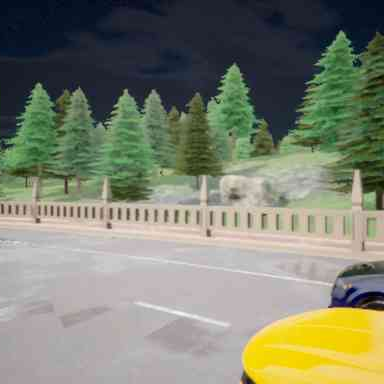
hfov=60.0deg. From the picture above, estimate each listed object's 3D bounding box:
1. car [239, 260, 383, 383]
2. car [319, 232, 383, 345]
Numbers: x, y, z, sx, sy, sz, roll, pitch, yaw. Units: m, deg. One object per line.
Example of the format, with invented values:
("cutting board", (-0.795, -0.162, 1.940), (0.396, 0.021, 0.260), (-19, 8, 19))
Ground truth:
("car", (2.670, 1.467, 1.919), (5.008, 1.535, 1.882), (0, 0, 36))
("car", (4.349, 1.541, 4.995), (4.181, 1.385, 1.994), (0, 0, 36))
